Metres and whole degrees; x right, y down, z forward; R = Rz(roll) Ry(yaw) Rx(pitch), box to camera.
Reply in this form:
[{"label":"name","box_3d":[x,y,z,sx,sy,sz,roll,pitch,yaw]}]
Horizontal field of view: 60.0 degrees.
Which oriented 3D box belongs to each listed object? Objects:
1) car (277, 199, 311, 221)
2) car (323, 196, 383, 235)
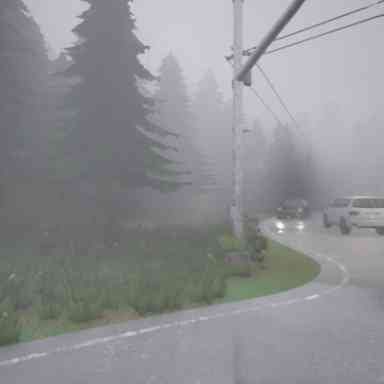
[{"label":"car","box_3d":[8.570,1.380,27.831,2.097,1.767,4.553,0,0,28]},{"label":"car","box_3d":[9.310,1.249,19.239,2.150,2.045,5.566,0,0,7]}]
